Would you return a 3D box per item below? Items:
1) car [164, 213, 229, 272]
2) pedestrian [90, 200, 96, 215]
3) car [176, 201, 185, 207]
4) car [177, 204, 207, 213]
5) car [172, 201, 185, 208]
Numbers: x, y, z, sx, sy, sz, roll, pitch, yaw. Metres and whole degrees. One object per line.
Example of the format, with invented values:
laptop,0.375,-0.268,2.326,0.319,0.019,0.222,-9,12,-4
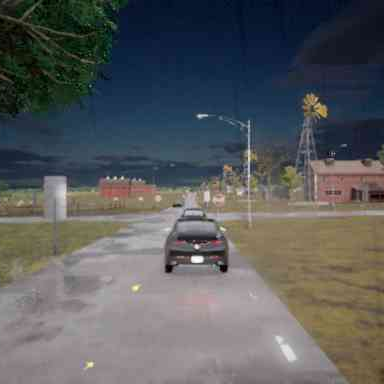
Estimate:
car,0.115,1.609,11.122,1.837,1.490,4.892,0,-2,-1
pedestrian,-12.113,1.904,40.676,0.375,1.860,0.375,0,1,0
car,-2.671,2.693,77.751,1.994,1.385,4.181,0,-1,0
car,0.117,1.754,21.665,1.812,1.442,4.674,0,-1,0
car,-2.713,2.432,62.898,1.895,1.301,4.718,0,-1,1
